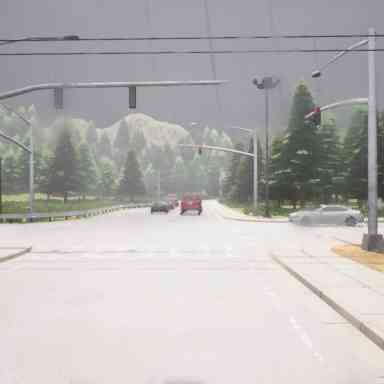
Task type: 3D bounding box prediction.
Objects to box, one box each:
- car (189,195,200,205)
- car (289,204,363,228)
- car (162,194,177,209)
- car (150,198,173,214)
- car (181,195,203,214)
[{"bbox_3d":[0.496,1.518,65.621,2.097,1.767,4.553,0,0,2],"label":"car"},{"bbox_3d":[8.876,1.566,22.176,4.674,1.442,1.812,0,0,1],"label":"car"},{"bbox_3d":[-3.528,1.486,44.729,2.097,1.767,4.553,0,0,0],"label":"car"},{"bbox_3d":[-3.551,1.717,37.606,1.895,1.301,4.718,0,0,0],"label":"car"},{"bbox_3d":[-0.017,1.317,36.710,2.150,2.045,5.566,0,0,3],"label":"car"}]
